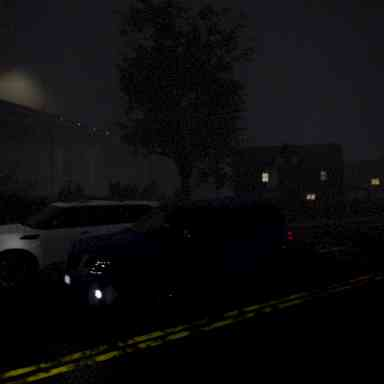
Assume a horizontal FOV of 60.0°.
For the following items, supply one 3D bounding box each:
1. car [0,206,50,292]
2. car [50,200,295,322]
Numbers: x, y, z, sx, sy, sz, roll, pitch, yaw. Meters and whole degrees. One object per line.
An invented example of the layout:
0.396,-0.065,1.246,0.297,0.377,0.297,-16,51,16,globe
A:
-3.214,1.246,9.375,5.566,2.045,2.150,1,0,-35,car
-0.012,1.260,7.666,5.566,2.045,2.150,1,0,-35,car
